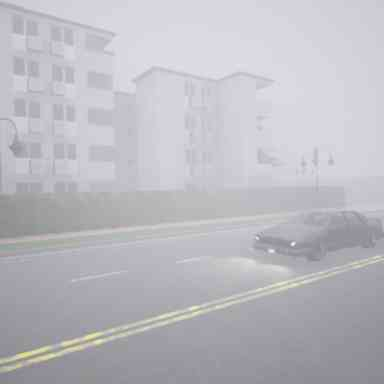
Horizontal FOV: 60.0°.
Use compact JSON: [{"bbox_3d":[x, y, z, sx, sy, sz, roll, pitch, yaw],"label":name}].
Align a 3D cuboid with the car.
[{"bbox_3d":[4.516,1.293,11.349,5.357,1.411,2.033,-2,1,-35],"label":"car"}]
